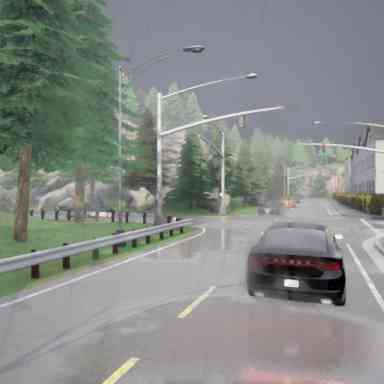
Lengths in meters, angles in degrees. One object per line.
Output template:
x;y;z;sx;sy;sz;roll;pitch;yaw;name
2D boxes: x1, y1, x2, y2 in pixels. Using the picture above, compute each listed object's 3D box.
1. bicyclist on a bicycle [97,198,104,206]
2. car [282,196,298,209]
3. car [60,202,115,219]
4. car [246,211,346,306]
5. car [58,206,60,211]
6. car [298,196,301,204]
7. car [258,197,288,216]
-10.098;1.416;36.692;0.582;1.620;1.656;-2;5;20;bicyclist on a bicycle
13.273;1.350;46.773;2.097;1.767;4.553;0;0;21;car
-8.742;1.577;28.670;4.181;1.385;1.994;0;0;20;car
2.648;1.477;8.243;1.882;1.535;5.008;0;0;21;car
-11.120;1.615;33.529;4.718;1.301;1.895;0;0;20;car
19.600;1.500;63.242;2.128;1.511;4.902;0;0;21;car
7.488;1.493;31.513;2.128;1.511;4.902;0;0;21;car
